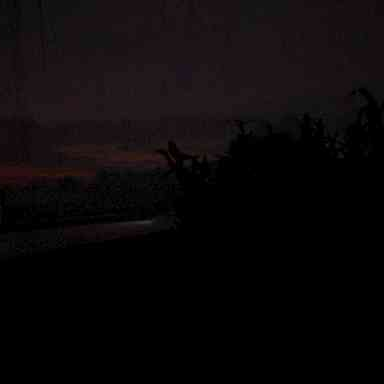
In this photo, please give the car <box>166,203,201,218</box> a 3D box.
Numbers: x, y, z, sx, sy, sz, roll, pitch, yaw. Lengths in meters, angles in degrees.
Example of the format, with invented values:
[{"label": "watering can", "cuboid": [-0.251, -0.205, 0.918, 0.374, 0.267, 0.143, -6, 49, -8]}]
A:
[{"label": "car", "cuboid": [-0.243, 1.466, 28.689, 2.128, 1.511, 4.902, 0, 0, 36]}]
